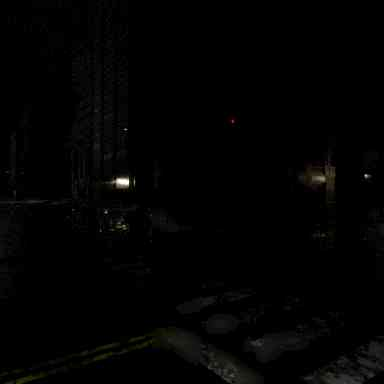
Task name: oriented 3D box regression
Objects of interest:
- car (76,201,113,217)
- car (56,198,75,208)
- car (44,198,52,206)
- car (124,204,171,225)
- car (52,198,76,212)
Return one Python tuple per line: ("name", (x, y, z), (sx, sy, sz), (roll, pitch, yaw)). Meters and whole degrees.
("car", (-9.344, 1.621, 32.688), (2.128, 1.511, 4.902), (1, -1, -35))
("car", (-20.691, 1.792, 54.243), (1.812, 1.442, 4.674), (1, -1, -35))
("car", (-26.482, 1.805, 62.419), (2.128, 1.511, 4.902), (1, -1, -36))
("car", (-3.403, 1.608, 24.317), (1.812, 1.442, 4.674), (1, -1, -37))
("car", (-15.486, 1.726, 41.382), (2.033, 1.411, 5.357), (1, -1, -34))
